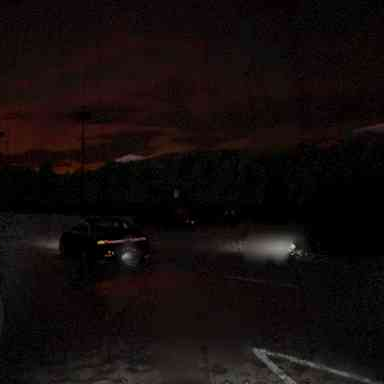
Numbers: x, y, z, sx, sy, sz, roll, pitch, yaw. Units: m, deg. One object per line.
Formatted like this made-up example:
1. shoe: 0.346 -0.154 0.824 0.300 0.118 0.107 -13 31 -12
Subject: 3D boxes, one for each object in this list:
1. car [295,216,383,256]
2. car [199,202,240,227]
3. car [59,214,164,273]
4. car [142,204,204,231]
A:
1. car: 5.949 1.577 12.104 4.181 1.385 1.994 -1 -1 36
2. car: 1.124 1.520 24.182 4.553 1.767 2.097 -1 -1 36
3. car: -3.150 1.620 11.328 2.128 1.511 4.902 0 -1 -33
4. car: -1.819 1.717 21.972 4.674 1.442 1.812 -1 0 36
